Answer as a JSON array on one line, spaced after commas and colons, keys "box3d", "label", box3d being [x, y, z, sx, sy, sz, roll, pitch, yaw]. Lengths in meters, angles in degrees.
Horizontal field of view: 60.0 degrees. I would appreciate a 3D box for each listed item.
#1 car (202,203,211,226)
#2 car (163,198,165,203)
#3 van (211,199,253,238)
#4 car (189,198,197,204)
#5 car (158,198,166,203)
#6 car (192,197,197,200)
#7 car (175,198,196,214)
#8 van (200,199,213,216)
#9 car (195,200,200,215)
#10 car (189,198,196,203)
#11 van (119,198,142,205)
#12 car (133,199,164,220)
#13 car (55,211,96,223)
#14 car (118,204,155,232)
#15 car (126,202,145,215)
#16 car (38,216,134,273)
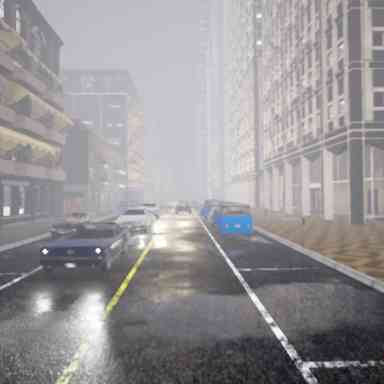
[{"box3d": [2.042, 1.710, 23.903, 2.008, 1.369, 4.403, -1, 0, -2], "label": "car"}, {"box3d": [-7.971, 2.246, 79.950, 1.752, 1.417, 4.829, -1, 0, -2], "label": "car"}, {"box3d": [2.203, 1.456, 18.259, 1.690, 1.788, 3.998, -1, 0, -2], "label": "van"}, {"box3d": [0.237, 2.250, 86.009, 1.947, 1.339, 4.313, -1, -1, -2], "label": "car"}, {"box3d": [-8.303, 2.369, 91.412, 1.887, 1.381, 4.507, -1, -1, -2], "label": "car"}, {"box3d": [0.565, 2.166, 74.717, 1.802, 1.307, 4.206, -1, 0, -2], "label": "car"}, {"box3d": [-1.000, 1.805, 39.351, 2.128, 1.511, 4.902, -1, 0, -2], "label": "car"}, {"box3d": [1.876, 1.546, 29.551, 1.690, 1.788, 3.998, -1, 0, -2], "label": "van"}, {"box3d": [1.713, 1.817, 35.195, 1.947, 1.339, 4.313, -1, 0, -2], "label": "car"}, {"box3d": [0.073, 2.317, 91.655, 1.802, 1.307, 4.206, -1, -1, -2], "label": "car"}, {"box3d": [-6.665, 1.680, 34.953, 1.690, 1.788, 3.998, -1, 0, -2], "label": "van"}, {"box3d": [-3.821, 1.597, 29.665, 1.812, 1.442, 4.674, -1, 0, -2], "label": "car"}, {"box3d": [-6.171, 1.754, 18.014, 2.008, 1.369, 4.403, -1, 0, -2], "label": "car"}, {"box3d": [-3.676, 1.729, 21.595, 1.812, 1.442, 4.674, -1, 0, -1], "label": "car"}, {"box3d": [-6.827, 1.968, 40.597, 1.802, 1.307, 4.206, -1, 0, -2], "label": "car"}, {"box3d": [-3.382, 1.723, 11.306, 1.895, 1.301, 4.718, -1, 0, -2], "label": "car"}]
